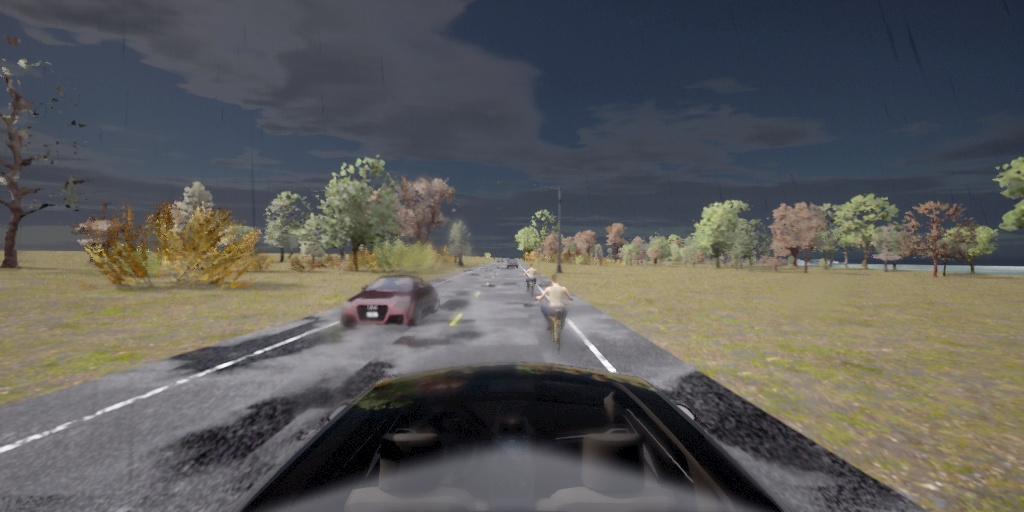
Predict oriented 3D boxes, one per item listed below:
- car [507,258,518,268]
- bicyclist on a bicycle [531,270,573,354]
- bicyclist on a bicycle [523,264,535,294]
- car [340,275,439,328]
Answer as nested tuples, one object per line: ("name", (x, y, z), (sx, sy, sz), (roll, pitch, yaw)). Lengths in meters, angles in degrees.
("car", (0.101, 1.307, 62.386), (2.033, 1.411, 5.357), (0, 0, 0))
("bicyclist on a bicycle", (0.944, 1.188, 7.799), (0.866, 1.612, 1.509), (0, 0, 0))
("bicyclist on a bicycle", (0.981, 1.189, 17.970), (0.866, 1.612, 1.509), (0, 0, 0))
("car", (-3.600, 1.316, 11.239), (1.994, 1.385, 4.181), (0, 0, 0))
